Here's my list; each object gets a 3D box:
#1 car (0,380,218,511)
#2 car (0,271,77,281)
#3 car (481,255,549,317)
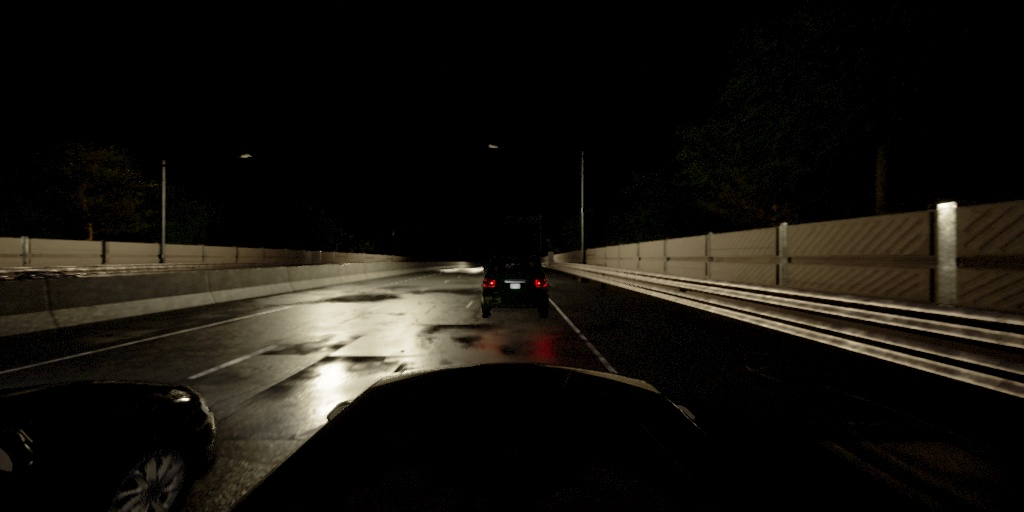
[{"bbox_3d":[-3.400,1.255,1.012,1.837,1.490,4.892,0,0,0],"label":"car"},{"bbox_3d":[-21.105,1.332,15.443,1.994,1.385,4.181,0,0,0],"label":"car"},{"bbox_3d":[0.094,0.987,13.281,2.150,2.045,5.566,0,0,0],"label":"car"}]
